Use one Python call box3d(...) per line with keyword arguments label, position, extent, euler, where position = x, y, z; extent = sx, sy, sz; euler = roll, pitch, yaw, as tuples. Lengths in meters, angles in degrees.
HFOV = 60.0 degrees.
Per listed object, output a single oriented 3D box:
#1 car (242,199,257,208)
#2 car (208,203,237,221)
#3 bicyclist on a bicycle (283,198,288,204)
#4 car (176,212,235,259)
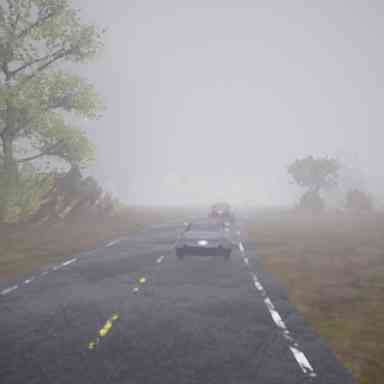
box3d(label="car", position=(11.253, 2.114, 65.134), extent=(2.097, 1.767, 4.553), euler=(0, -1, 22))
box3d(label="car", position=(2.616, 1.667, 27.941), extent=(2.097, 1.767, 4.553), euler=(0, -1, 12))
box3d(label="bicyclist on a bicycle", position=(24.047, 2.475, 87.124), extent=(0.582, 1.620, 1.656), euler=(0, -1, 22))
box3d(label="car", position=(0.568, 1.712, 13.284), extent=(1.994, 1.385, 4.181), euler=(0, -1, 6))
